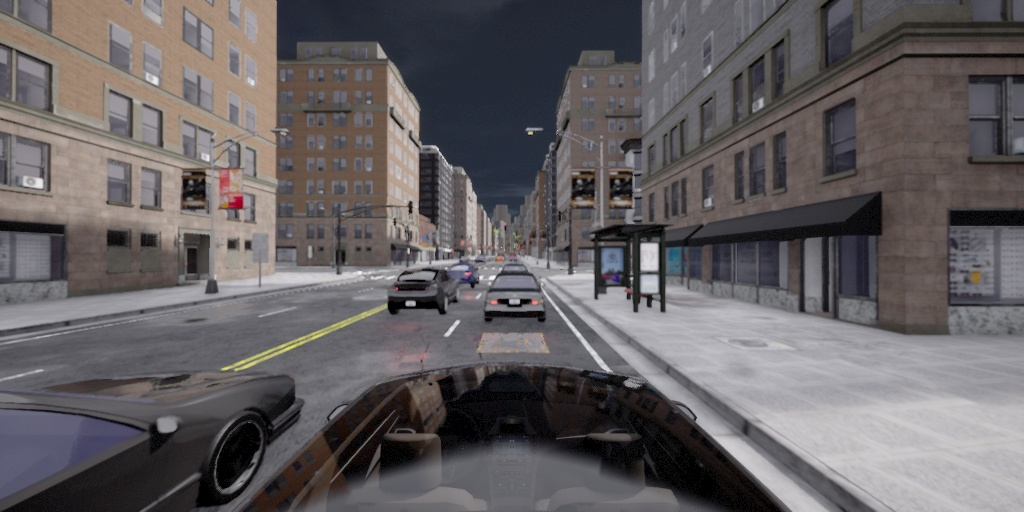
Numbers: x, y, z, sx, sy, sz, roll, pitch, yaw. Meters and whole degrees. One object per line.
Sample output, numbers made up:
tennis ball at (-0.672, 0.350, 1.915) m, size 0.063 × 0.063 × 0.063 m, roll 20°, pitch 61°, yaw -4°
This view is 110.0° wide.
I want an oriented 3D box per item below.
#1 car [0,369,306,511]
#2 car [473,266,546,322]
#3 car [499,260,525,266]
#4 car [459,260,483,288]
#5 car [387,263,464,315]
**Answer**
car at (-3.163, 1.300, 1.314) m, size 2.033 × 1.411 × 5.357 m, roll 0°, pitch 0°, yaw 1°
car at (0.112, 1.234, 11.933) m, size 2.033 × 1.411 × 5.357 m, roll 0°, pitch 0°, yaw 1°
car at (0.153, 1.174, 21.989) m, size 2.033 × 1.411 × 5.357 m, roll 0°, pitch 0°, yaw 0°
car at (-3.089, 1.151, 22.319) m, size 1.812 × 1.442 × 4.674 m, roll 0°, pitch 0°, yaw 0°
car at (-3.103, 1.184, 13.280) m, size 1.837 × 1.490 × 4.892 m, roll 0°, pitch 0°, yaw -1°
